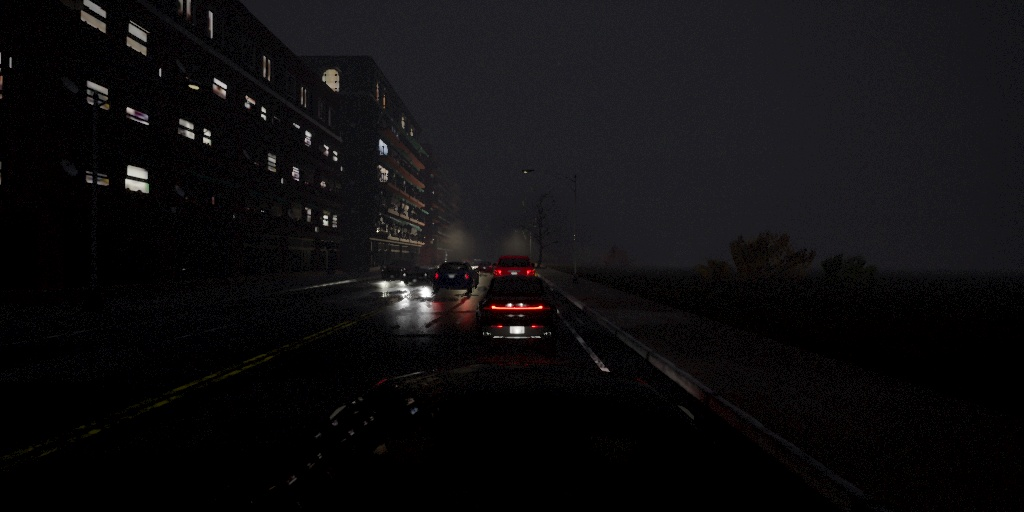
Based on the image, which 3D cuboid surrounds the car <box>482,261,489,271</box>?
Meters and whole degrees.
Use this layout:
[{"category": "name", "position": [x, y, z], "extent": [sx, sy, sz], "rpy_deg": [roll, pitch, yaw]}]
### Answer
[{"category": "car", "position": [-3.132, 1.315, 42.826], "extent": [1.994, 1.385, 4.181], "rpy_deg": [0, 0, 0]}]

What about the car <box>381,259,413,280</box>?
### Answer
[{"category": "car", "position": [-9.838, 1.105, 31.632], "extent": [2.097, 1.767, 4.553], "rpy_deg": [0, 0, 0]}]

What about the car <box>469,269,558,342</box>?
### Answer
[{"category": "car", "position": [0.105, 1.256, 9.717], "extent": [1.837, 1.490, 4.892], "rpy_deg": [0, 0, 0]}]

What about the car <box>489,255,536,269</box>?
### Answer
[{"category": "car", "position": [0.108, 0.974, 20.064], "extent": [2.150, 2.045, 5.566], "rpy_deg": [0, 0, 0]}]

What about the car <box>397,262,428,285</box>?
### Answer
[{"category": "car", "position": [-6.589, 1.353, 26.483], "extent": [1.895, 1.301, 4.718], "rpy_deg": [0, 0, 0]}]

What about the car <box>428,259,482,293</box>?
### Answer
[{"category": "car", "position": [-3.141, 1.104, 20.767], "extent": [2.097, 1.767, 4.553], "rpy_deg": [0, 0, 0]}]

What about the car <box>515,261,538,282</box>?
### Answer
[{"category": "car", "position": [1.150, 1.208, 30.472], "extent": [1.801, 1.575, 5.366], "rpy_deg": [0, 0, 0]}]
